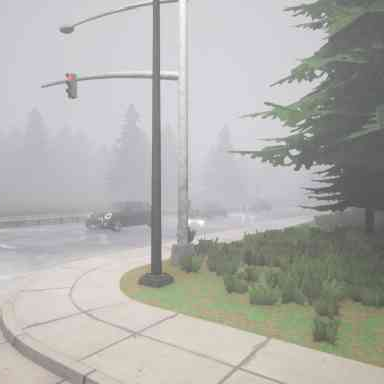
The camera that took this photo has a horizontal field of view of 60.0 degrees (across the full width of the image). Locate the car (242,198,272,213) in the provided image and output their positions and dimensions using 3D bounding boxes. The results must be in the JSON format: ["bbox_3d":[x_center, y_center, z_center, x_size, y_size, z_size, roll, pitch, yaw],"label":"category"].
[{"bbox_3d":[7.206,1.465,36.637,2.128,1.511,4.902,0,0,36],"label":"car"}]

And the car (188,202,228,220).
[{"bbox_3d":[1.369,1.537,28.295,1.994,1.385,4.181,0,0,35],"label":"car"}]

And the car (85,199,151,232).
[{"bbox_3d":[-4.189,1.325,20.242,2.097,1.767,4.553,0,0,34],"label":"car"}]
